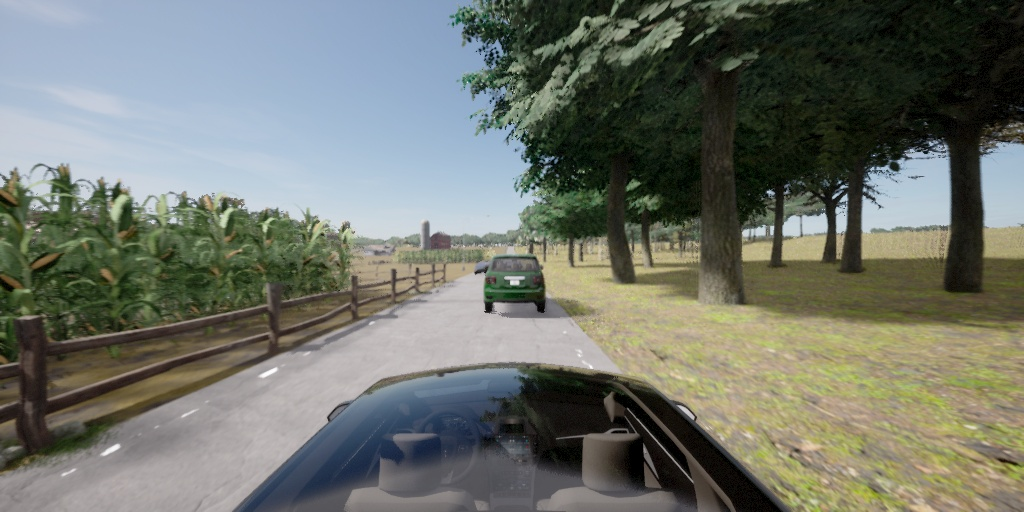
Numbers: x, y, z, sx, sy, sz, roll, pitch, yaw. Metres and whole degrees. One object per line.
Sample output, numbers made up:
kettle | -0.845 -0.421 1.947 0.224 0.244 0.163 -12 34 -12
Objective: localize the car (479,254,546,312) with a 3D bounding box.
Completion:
car | 0.093 0.936 14.215 2.150 2.045 5.566 0 0 0

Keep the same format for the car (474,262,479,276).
car | -2.851 1.266 37.422 2.033 1.411 5.357 0 0 0
